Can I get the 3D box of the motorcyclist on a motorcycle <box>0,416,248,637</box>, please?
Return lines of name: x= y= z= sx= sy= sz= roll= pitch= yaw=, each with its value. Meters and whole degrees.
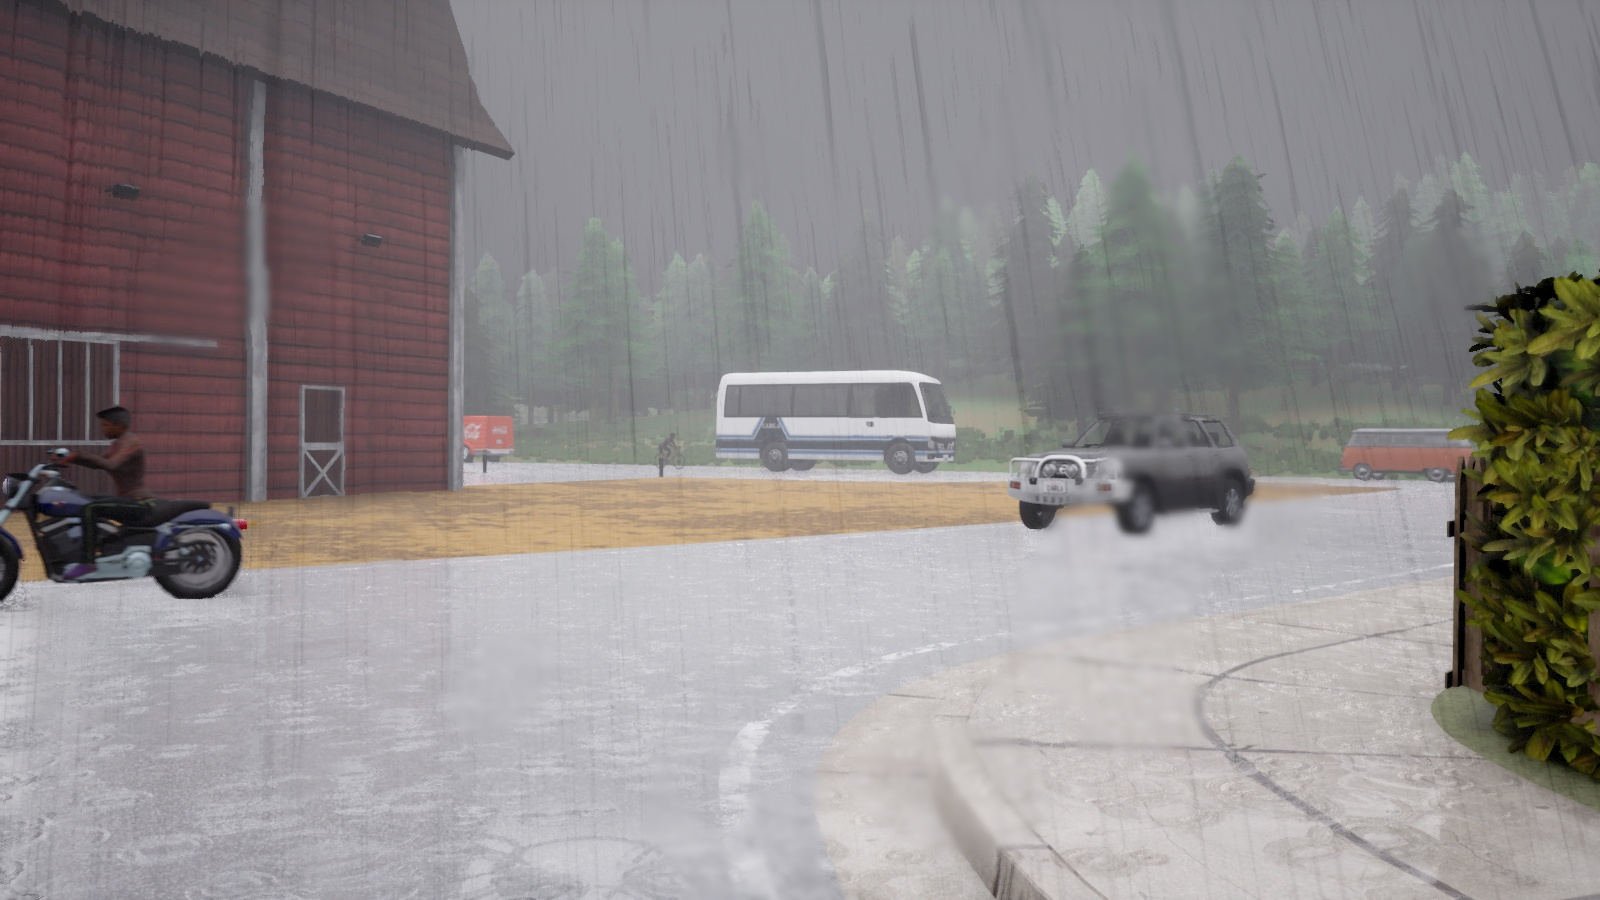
motorcyclist on a motorcycle: x=-5.757 y=0.561 z=9.993 sx=2.350 sy=1.649 sz=0.766 roll=-1 pitch=1 yaw=-37

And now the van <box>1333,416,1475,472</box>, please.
van: x=22.339 y=-0.224 z=46.541 sx=4.442 sy=1.987 sz=1.775 roll=0 pitch=0 yaw=42

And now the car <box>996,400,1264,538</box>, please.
car: x=5.217 y=0.197 z=19.438 sx=1.932 sy=1.855 sz=4.605 roll=0 pitch=2 yaw=45

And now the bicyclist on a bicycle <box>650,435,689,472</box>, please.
bicyclist on a bicycle: x=-5.874 y=0.157 z=56.603 sx=1.656 sy=1.620 sz=0.582 roll=0 pitch=1 yaw=26

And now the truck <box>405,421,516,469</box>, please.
truck: x=-17.940 y=-0.249 z=66.316 sx=5.204 sy=2.467 sz=2.627 roll=0 pitch=1 yaw=26

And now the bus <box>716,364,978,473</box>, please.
bus: x=1.927 y=-1.214 z=52.817 sx=10.273 sy=4.253 sz=3.944 roll=0 pitch=1 yaw=26
